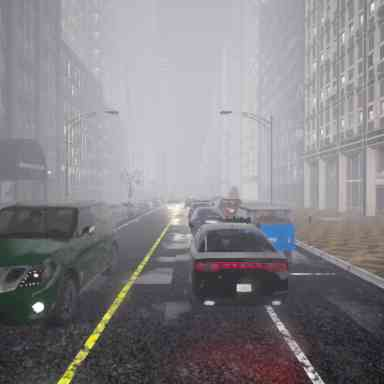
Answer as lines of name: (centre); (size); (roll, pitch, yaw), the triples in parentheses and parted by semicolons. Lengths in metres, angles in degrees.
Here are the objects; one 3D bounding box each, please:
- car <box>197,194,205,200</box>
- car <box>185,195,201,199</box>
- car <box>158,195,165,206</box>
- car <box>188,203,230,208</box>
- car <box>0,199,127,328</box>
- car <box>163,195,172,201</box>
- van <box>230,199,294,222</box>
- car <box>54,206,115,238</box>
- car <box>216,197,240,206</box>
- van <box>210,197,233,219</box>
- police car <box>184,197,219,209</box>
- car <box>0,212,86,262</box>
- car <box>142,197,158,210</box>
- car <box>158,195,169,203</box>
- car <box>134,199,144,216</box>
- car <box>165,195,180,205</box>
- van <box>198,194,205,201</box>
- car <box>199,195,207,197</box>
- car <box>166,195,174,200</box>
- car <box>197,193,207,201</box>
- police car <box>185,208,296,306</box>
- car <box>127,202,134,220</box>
car: (2.400, 1.414, 92.346); (1.967, 1.590, 4.097); (-1, 0, 0)
car: (-0.126, 1.537, 45.240); (2.033, 1.411, 5.357); (0, 0, 0)
car: (-5.858, 1.538, 52.535); (2.008, 1.369, 4.403); (-1, 0, 0)
car: (0.845, 1.522, 18.117); (1.812, 1.442, 4.674); (0, 0, 0)
car: (-3.124, 1.220, 7.306); (2.150, 2.045, 5.566); (0, 0, 0)
car: (-5.944, 1.504, 80.784); (1.752, 1.417, 4.829); (-1, 0, 0)
van: (2.642, 1.338, 12.775); (1.690, 1.788, 3.998); (-1, 0, 0)
car: (-5.754, 1.540, 18.433); (1.887, 1.381, 4.507); (-1, 0, 0)
car: (2.607, 1.309, 24.143); (2.192, 1.841, 5.009); (-1, 0, 0)
van: (2.590, 1.334, 29.826); (1.690, 1.788, 3.998); (-1, 0, 0)
police car: (0.693, 1.419, 24.250); (1.930, 1.638, 5.238); (0, 0, 1)
car: (-5.736, 1.563, 12.750); (1.947, 1.339, 4.313); (-1, 0, 0)
car: (-5.823, 1.541, 41.168); (2.008, 1.369, 4.403); (-1, 0, 0)
car: (-5.911, 1.422, 69.586); (1.967, 1.590, 4.097); (-1, 0, 0)
car: (-5.788, 1.575, 29.801); (1.802, 1.307, 4.206); (-1, 0, 0)
car: (-3.176, 1.586, 58.440); (1.895, 1.301, 4.718); (0, 0, 0)
van: (2.416, 1.317, 86.663); (1.690, 1.788, 3.998); (-1, 0, 0)
car: (2.523, 1.538, 52.560); (2.008, 1.369, 4.403); (-1, 0, 0)
car: (-5.980, 1.540, 92.321); (1.947, 1.339, 4.313); (-1, 0, 0)
car: (2.433, 1.293, 80.979); (2.192, 1.841, 5.009); (-1, 0, 0)
police car: (0.875, 1.423, 8.226); (1.930, 1.638, 5.238); (0, 0, 0)
car: (-5.772, 1.545, 24.117); (2.008, 1.369, 4.403); (-1, 0, 0)
